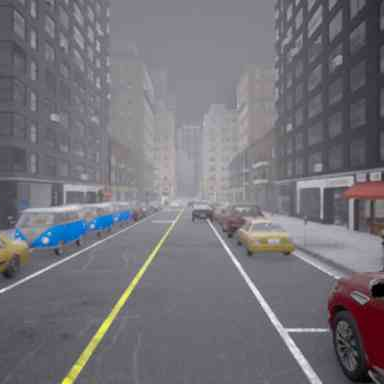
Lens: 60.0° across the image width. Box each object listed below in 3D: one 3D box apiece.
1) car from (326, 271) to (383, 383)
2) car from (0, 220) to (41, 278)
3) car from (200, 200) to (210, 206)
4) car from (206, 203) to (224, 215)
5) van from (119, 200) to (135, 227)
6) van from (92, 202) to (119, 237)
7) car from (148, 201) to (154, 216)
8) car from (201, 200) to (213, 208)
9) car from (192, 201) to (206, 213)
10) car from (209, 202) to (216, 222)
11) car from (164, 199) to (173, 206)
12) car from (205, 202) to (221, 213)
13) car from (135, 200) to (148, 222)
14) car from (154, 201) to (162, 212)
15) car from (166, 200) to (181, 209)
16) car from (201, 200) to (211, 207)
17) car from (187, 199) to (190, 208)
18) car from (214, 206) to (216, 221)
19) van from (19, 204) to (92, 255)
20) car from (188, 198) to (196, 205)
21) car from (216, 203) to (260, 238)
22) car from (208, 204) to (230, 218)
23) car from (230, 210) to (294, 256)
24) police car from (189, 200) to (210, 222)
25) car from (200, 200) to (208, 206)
[{"bbox_3d":[2.848,1.349,2.541,2.192,1.841,5.009,-1,-1,0],"label":"car"},{"bbox_3d":[-5.676,1.627,7.956,1.752,1.417,4.829,-1,-1,0],"label":"car"},{"bbox_3d":[2.883,2.473,75.149,1.947,1.339,4.313,-1,-1,0],"label":"car"},{"bbox_3d":[2.868,2.080,41.636,1.947,1.339,4.313,-1,-1,0],"label":"car"},{"bbox_3d":[-5.674,1.653,24.885,1.690,1.788,3.998,-1,-1,0],"label":"van"},{"bbox_3d":[-5.676,1.584,19.300,1.690,1.788,3.998,-1,-1,0],"label":"van"},{"bbox_3d":[-5.671,1.887,36.054,1.967,1.590,4.097,-1,-1,0],"label":"car"},{"bbox_3d":[2.878,2.330,63.978,2.008,1.369,4.403,-1,-1,0],"label":"car"},{"bbox_3d":[0.908,2.033,46.884,1.801,1.575,5.366,0,-1,0],"label":"car"},{"bbox_3d":[2.862,1.907,30.636,1.752,1.417,4.829,-1,-1,0],"label":"car"},{"bbox_3d":[-5.660,2.516,80.736,1.887,1.381,4.507,-1,-1,0],"label":"car"},{"bbox_3d":[2.870,2.132,47.222,2.008,1.369,4.403,-1,-1,0],"label":"car"},{"bbox_3d":[-5.674,1.695,30.471,2.192,1.841,5.009,-1,-1,0],"label":"car"},{"bbox_3d":[-5.669,2.022,47.225,1.967,1.590,4.097,-1,-1,0],"label":"car"},{"bbox_3d":[-3.045,2.229,57.436,1.812,1.442,4.674,0,-1,0],"label":"car"},{"bbox_3d":[2.880,2.371,69.734,1.752,1.417,4.829,-1,-1,0],"label":"car"},{"bbox_3d":[0.013,2.301,66.233,1.837,1.490,4.892,0,-1,0],"label":"car"},{"bbox_3d":[2.861,1.893,24.880,1.802,1.307,4.206,-1,-1,0],"label":"car"},{"bbox_3d":[-5.677,1.515,13.714,1.690,1.788,3.998,-1,-1,0],"label":"van"},{"bbox_3d":[0.016,2.322,81.340,1.882,1.535,5.008,0,-1,0],"label":"car"},{"bbox_3d":[2.855,1.558,19.297,2.192,1.841,5.009,-1,-1,0],"label":"car"},{"bbox_3d":[2.865,2.013,36.051,1.947,1.339,4.313,-1,-1,0],"label":"car"},{"bbox_3d":[2.855,1.701,13.879,1.752,1.417,4.829,-1,-1,0],"label":"car"},{"bbox_3d":[0.905,1.809,30.805,1.930,1.638,5.238,0,-1,0],"label":"police car"},{"bbox_3d":[2.885,2.553,80.735,1.802,1.307,4.206,-1,-1,0],"label":"car"}]
